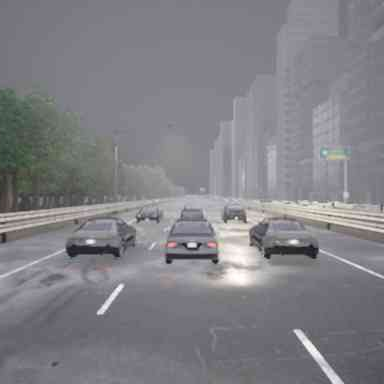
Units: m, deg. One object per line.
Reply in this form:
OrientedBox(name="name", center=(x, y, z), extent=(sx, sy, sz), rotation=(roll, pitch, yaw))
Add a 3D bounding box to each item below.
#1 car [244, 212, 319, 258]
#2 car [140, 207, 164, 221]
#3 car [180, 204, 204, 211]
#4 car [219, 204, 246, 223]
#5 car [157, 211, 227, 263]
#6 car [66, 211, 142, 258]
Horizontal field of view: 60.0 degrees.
OrientedBox(name="car", center=(3.512, 1.702, 13.414), extent=(1.994, 1.385, 4.181), rotation=(0, -1, 1))
OrientedBox(name="car", center=(-3.493, 1.902, 28.246), extent=(1.895, 1.301, 4.718), rotation=(0, -1, 0))
OrientedBox(name="car", center=(0.011, 1.797, 28.512), extent=(2.128, 1.511, 4.902), rotation=(0, 0, 0))
OrientedBox(name="car", center=(3.511, 1.811, 28.501), extent=(1.837, 1.490, 4.892), rotation=(0, 0, 0))
OrientedBox(name="car", center=(0.005, 1.676, 12.536), extent=(2.033, 1.411, 5.357), rotation=(0, -1, 0))
OrientedBox(name="car", center=(-3.484, 1.703, 13.486), extent=(1.994, 1.385, 4.181), rotation=(0, -1, 0))
